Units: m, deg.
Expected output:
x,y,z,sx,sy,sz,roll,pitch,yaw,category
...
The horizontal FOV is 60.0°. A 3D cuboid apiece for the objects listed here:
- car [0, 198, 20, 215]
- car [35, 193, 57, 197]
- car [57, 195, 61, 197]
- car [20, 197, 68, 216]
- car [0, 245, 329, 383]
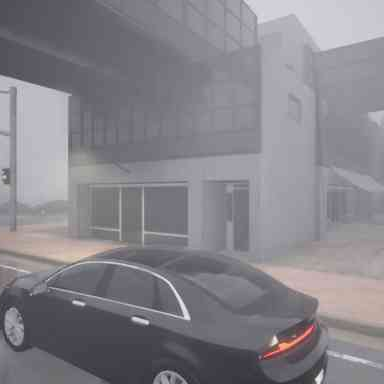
x,y,z,sx,sy,sz,roll,pitch,yaw,category
-18.329,1.564,33.134,1.994,1.385,4.181,0,0,36,car
-31.186,1.153,69.859,4.605,1.855,1.932,0,0,35,car
-29.458,1.364,72.184,3.905,1.438,1.784,0,0,35,car
-13.952,1.505,33.186,1.837,1.490,4.892,0,0,36,car
-0.773,1.505,4.544,4.892,1.490,1.837,0,0,36,car
